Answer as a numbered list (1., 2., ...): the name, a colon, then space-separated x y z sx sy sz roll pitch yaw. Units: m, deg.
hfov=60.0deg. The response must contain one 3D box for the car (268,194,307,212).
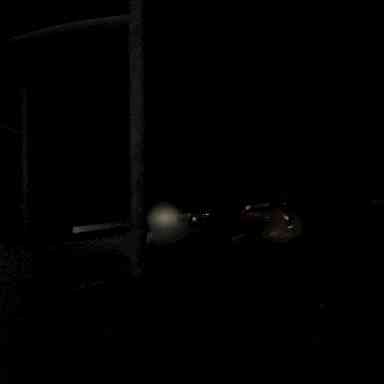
1. car: 8.593 0.921 29.480 1.882 1.535 5.008 -1 0 42

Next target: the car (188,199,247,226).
1. car: 1.722 1.242 21.776 2.128 1.511 4.902 -1 2 41
